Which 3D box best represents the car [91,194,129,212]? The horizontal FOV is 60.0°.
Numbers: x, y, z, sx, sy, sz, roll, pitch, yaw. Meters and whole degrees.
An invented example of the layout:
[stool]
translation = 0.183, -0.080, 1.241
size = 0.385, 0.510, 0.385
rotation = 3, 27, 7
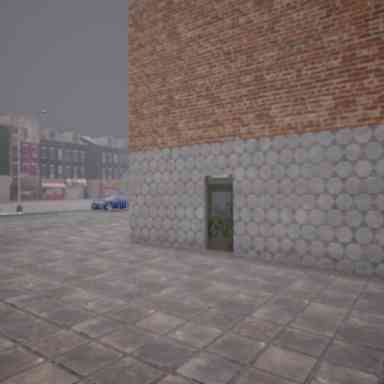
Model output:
[car]
translation = -7.105, 0.952, 31.092
size = 1.882, 1.535, 5.008
rotation = -1, 0, 35
